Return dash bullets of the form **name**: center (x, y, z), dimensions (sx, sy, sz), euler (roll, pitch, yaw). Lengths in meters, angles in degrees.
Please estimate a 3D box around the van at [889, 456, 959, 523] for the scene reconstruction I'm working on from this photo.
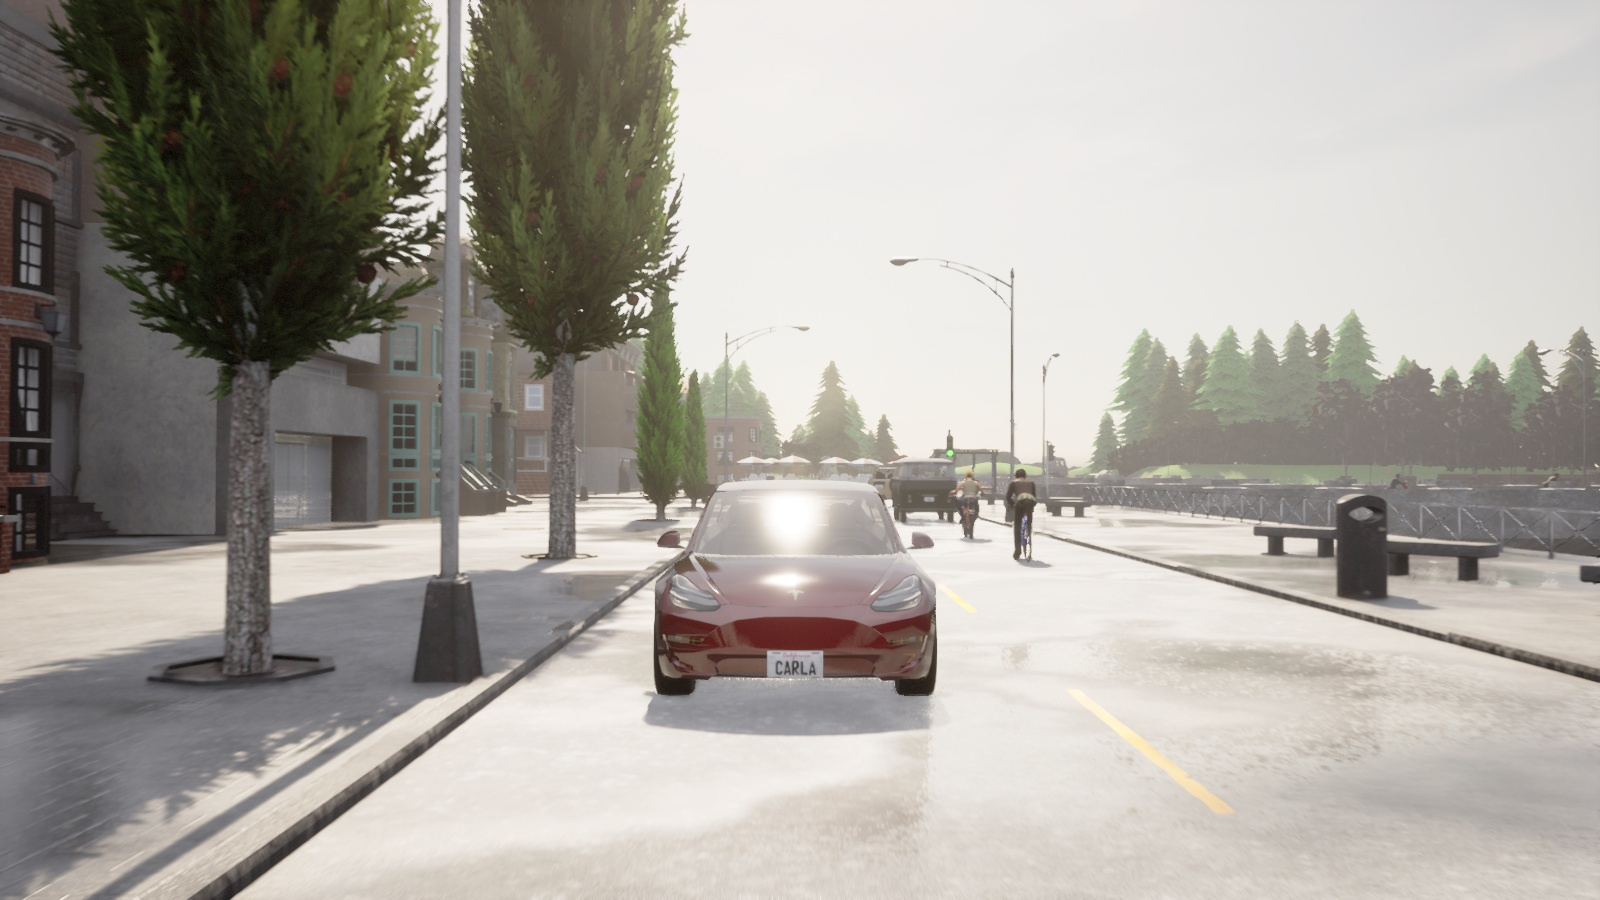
- **van**: center (3.894, 1.221, 39.993), dimensions (1.775, 1.987, 4.442), euler (0, -1, 0)

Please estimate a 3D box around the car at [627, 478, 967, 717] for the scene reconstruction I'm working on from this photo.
- **car**: center (-0.027, 0.989, 10.401), dimensions (2.163, 1.488, 4.792), euler (0, -1, 0)

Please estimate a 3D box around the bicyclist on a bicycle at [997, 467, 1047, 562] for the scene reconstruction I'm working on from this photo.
- **bicyclist on a bicycle**: center (3.941, 1.126, 22.349), dimensions (0.582, 1.620, 1.656), euler (0, -1, 0)

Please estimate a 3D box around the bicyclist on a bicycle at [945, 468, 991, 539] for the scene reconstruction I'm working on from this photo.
- **bicyclist on a bicycle**: center (3.926, 1.228, 29.408), dimensions (0.866, 1.612, 1.509), euler (0, -1, 0)

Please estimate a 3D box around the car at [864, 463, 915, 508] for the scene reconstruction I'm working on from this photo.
- **car**: center (3.886, 1.538, 55.089), dimensions (1.932, 1.855, 4.605), euler (0, -1, 1)
